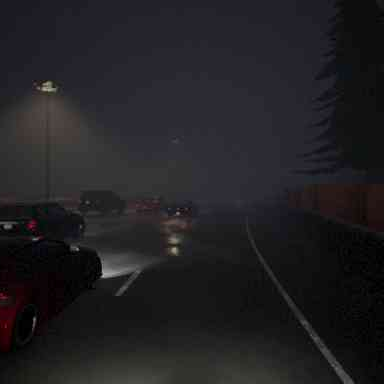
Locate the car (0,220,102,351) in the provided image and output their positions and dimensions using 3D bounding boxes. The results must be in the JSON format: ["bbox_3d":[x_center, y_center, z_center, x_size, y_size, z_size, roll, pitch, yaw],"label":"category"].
[{"bbox_3d":[-3.160,1.487,6.098,1.994,1.385,4.181,0,1,3],"label":"car"}]

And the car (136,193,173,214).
[{"bbox_3d":[-3.505,1.119,30.443,1.882,1.535,5.008,0,1,12],"label":"car"}]

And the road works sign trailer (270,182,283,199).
[{"bbox_3d":[17.288,-0.286,67.650,2.380,3.560,2.880,0,1,30],"label":"road works sign trailer"}]

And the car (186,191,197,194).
[{"bbox_3d":[-0.090,0.563,79.445,2.033,1.411,5.357,0,1,29],"label":"car"}]

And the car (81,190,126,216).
[{"bbox_3d":[-7.542,0.881,28.255,2.150,2.045,5.566,0,1,11],"label":"car"}]

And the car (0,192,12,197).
[{"bbox_3d":[-22.621,0.957,41.682,1.882,1.535,5.008,0,1,15],"label":"car"}]

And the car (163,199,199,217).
[{"bbox_3d":[-0.635,1.286,27.134,1.895,1.301,4.718,0,1,11],"label":"car"}]

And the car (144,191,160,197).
[{"bbox_3d":[-10.044,0.551,83.140,1.994,1.385,4.181,0,1,27],"label":"car"}]

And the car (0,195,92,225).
[{"bbox_3d":[-6.112,1.184,13.548,2.097,1.767,4.553,0,1,5],"label":"car"}]

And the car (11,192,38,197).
[{"bbox_3d":[-19.224,1.001,40.844,1.837,1.490,4.892,0,0,15],"label":"car"}]

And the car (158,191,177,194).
[{"bbox_3d":[-5.183,0.592,77.369,1.837,1.490,4.892,0,1,27],"label":"car"}]

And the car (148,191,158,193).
[{"bbox_3d":[-8.230,0.564,79.091,1.837,1.490,4.892,0,1,27],"label":"car"}]
